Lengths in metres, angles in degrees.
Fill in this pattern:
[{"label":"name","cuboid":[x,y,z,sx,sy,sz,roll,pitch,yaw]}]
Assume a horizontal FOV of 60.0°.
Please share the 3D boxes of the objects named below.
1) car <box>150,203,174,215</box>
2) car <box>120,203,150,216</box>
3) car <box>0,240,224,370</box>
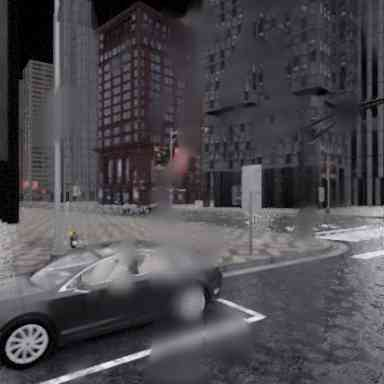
[{"label":"car","cuboid":[-4.262,2.169,43.720,1.882,1.535,5.008,0,-1,-36]},{"label":"car","cuboid":[-7.730,2.229,42.975,1.837,1.490,4.892,0,-1,-36]},{"label":"car","cuboid":[-1.455,1.551,5.611,4.403,1.369,2.008,0,0,-35]}]
